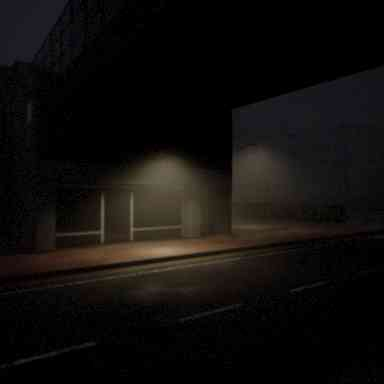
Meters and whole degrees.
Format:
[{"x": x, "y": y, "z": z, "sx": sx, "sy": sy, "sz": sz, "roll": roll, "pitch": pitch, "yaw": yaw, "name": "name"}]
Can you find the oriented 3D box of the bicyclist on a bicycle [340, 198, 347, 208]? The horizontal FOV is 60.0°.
[{"x": 20.714, "y": 1.581, "z": 45.470, "sx": 1.656, "sy": 1.620, "sz": 0.582, "roll": 0, "pitch": 0, "yaw": -36, "name": "bicyclist on a bicycle"}]
